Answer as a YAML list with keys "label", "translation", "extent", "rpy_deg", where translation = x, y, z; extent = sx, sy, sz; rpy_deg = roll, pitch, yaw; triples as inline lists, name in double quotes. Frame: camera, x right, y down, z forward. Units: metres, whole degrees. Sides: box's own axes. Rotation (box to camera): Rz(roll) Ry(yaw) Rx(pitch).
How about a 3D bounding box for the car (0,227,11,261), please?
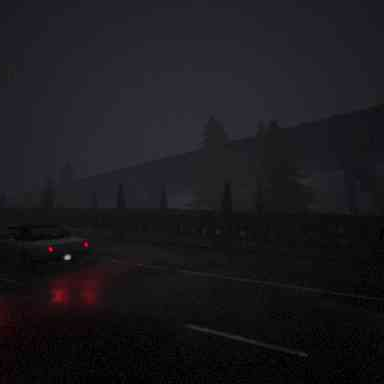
- label: "car"
  translation: [-7.062, 1.657, 8.462]
  extent: [4.902, 1.511, 2.128]
  rpy_deg: [-1, -1, 33]

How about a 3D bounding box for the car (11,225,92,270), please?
- label: "car"
  translation: [-5.821, 1.817, 11.832]
  extent: [4.718, 1.301, 1.895]
  rpy_deg: [-1, -1, 33]
